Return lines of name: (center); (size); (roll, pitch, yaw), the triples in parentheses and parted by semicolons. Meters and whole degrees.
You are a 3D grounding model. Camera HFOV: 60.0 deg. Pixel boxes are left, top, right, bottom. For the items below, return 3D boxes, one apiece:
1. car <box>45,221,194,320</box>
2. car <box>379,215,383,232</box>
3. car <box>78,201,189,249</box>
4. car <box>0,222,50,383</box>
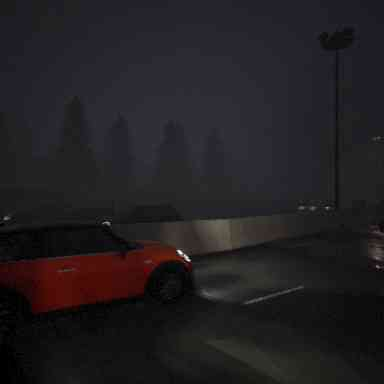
car: (-2.170, 1.349, 6.561); (4.553, 1.767, 2.097); (0, 0, -35)
car: (12.243, 1.539, 18.952); (1.994, 1.385, 4.181); (0, 0, 44)
car: (-2.570, 1.343, 15.235); (4.553, 1.767, 2.097); (0, 0, -39)
car: (-3.715, 1.224, 1.231); (5.566, 2.045, 2.150); (0, 0, -33)
